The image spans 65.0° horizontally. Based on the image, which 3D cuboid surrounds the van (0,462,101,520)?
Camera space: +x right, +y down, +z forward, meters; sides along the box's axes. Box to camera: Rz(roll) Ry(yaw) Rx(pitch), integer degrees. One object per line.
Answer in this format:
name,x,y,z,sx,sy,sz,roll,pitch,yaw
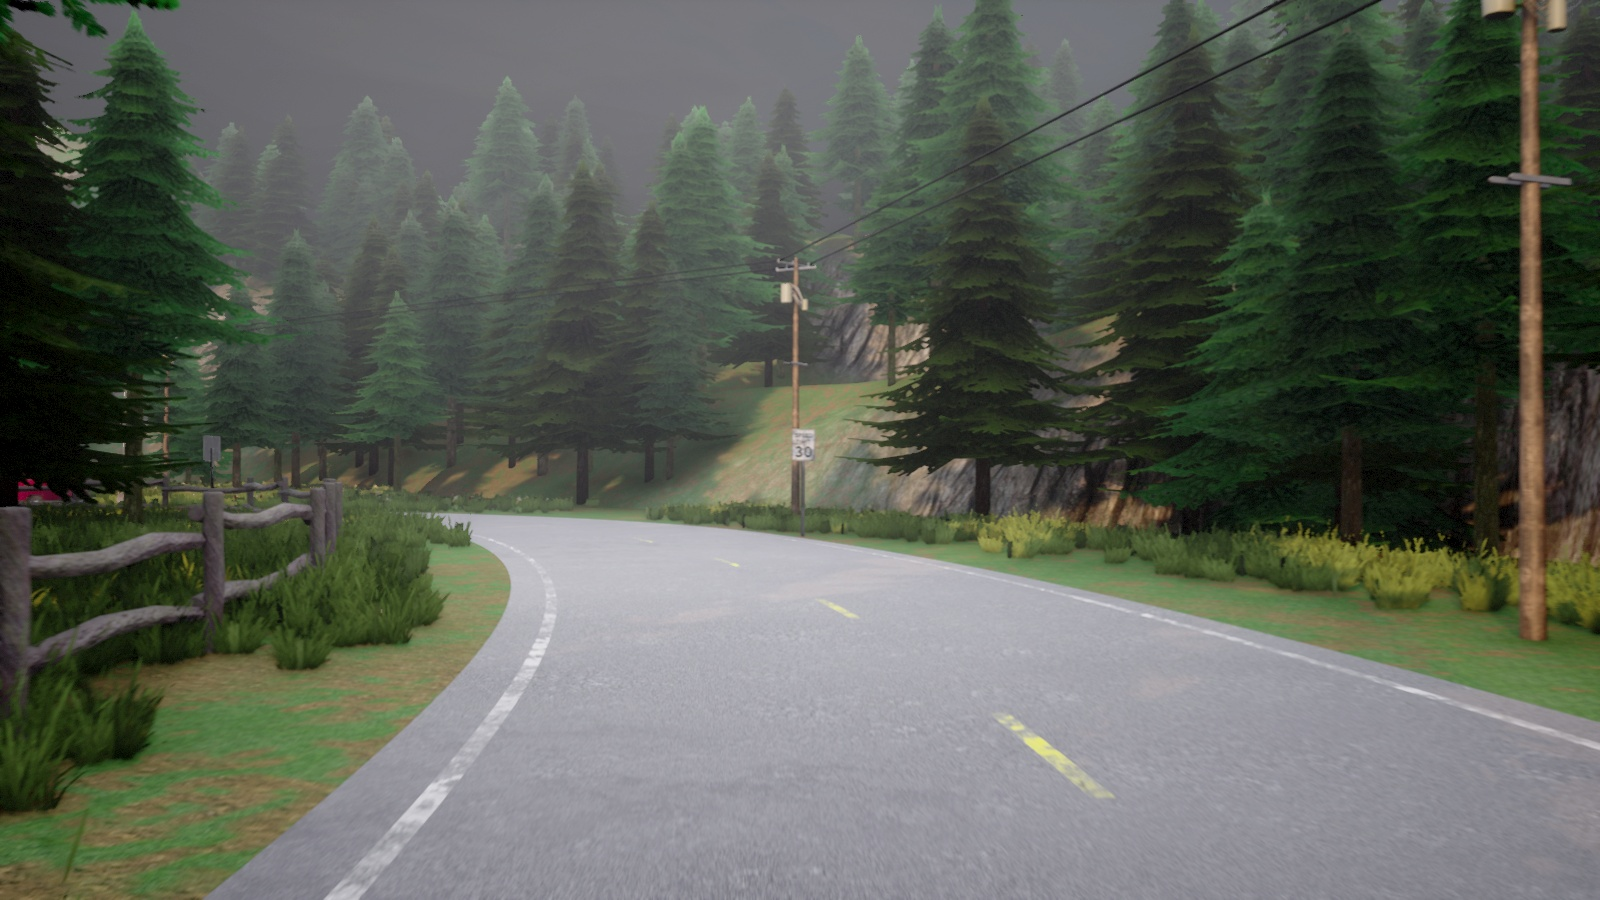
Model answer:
van,-26.974,1.413,43.857,4.442,1.987,1.775,0,-1,13
